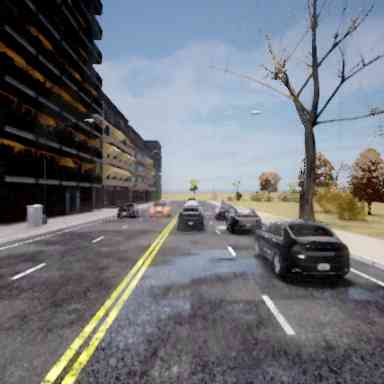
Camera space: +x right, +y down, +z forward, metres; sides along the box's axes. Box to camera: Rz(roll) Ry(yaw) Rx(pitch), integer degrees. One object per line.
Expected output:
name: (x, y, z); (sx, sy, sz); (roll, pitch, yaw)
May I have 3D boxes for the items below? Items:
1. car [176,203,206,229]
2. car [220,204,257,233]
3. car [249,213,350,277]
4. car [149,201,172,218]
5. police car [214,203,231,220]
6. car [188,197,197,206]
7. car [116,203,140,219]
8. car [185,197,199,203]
car: (-0.059, 1.803, 24.185); (1.837, 1.490, 4.892); (0, 0, 0)
car: (3.253, 1.757, 21.632); (2.128, 1.511, 4.902); (0, -1, 0)
car: (3.252, 1.636, 10.632); (1.837, 1.490, 4.892); (0, -1, 0)
car: (-3.340, 1.786, 35.523); (2.097, 1.767, 4.553); (0, -1, 0)
police car: (3.255, 1.905, 32.632); (2.038, 1.542, 4.974); (0, -1, 0)
car: (0.012, 2.216, 81.594); (2.150, 2.045, 5.566); (0, -1, 0)
car: (-6.592, 1.930, 34.744); (1.837, 1.490, 4.892); (0, -1, 0)
car: (0.010, 1.947, 59.424); (2.150, 2.045, 5.566); (0, -1, 0)
